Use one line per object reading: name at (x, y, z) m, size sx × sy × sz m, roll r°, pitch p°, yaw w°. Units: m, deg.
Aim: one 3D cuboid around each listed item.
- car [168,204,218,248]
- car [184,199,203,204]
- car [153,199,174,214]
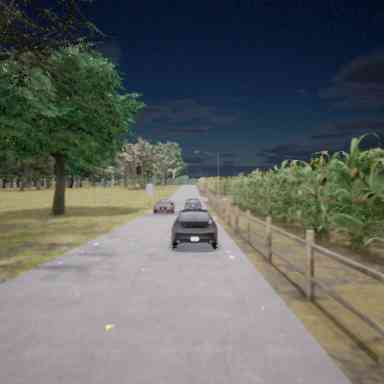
car at (0.106, 1.495, 14.815) m, size 1.837 × 1.490 × 4.892 m, roll 0°, pitch 0°, yaw 0°
car at (0.116, 1.378, 34.205) m, size 2.033 × 1.411 × 5.357 m, roll 0°, pitch 1°, yaw 0°
car at (-2.736, 1.408, 33.443) m, size 1.994 × 1.385 × 4.181 m, roll 0°, pitch 1°, yaw 0°
